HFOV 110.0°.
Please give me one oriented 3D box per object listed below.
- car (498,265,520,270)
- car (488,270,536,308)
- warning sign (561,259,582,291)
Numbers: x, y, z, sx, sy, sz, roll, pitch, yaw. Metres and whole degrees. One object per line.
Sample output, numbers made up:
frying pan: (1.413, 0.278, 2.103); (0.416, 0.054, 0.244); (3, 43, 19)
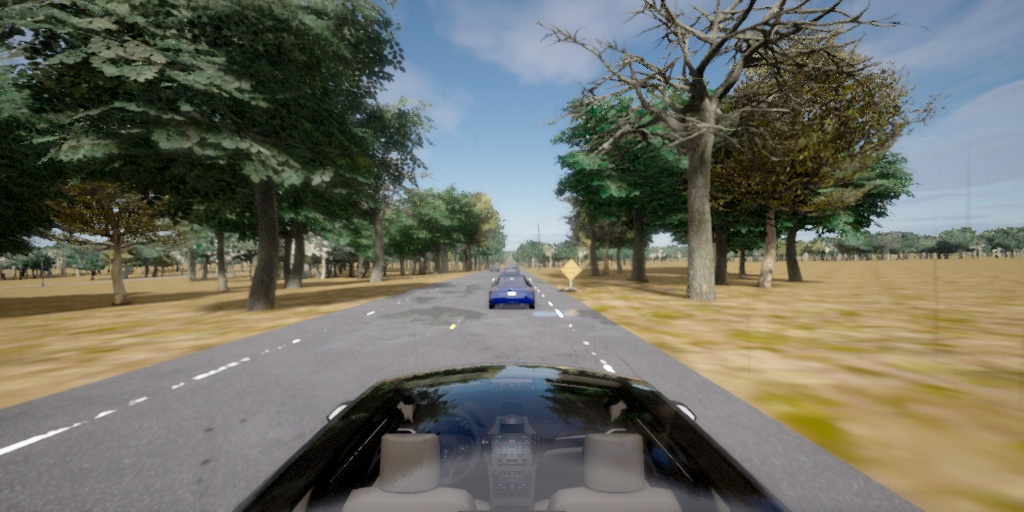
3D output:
car: (0.006, 1.706, 31.241); (1.812, 1.442, 4.674); (0, -1, 0)
car: (0.005, 1.484, 16.187); (1.994, 1.385, 4.181); (0, -1, 0)
warning sign: (3.551, 1.119, 21.619); (1.300, 1.860, 1.060); (0, 0, 0)
